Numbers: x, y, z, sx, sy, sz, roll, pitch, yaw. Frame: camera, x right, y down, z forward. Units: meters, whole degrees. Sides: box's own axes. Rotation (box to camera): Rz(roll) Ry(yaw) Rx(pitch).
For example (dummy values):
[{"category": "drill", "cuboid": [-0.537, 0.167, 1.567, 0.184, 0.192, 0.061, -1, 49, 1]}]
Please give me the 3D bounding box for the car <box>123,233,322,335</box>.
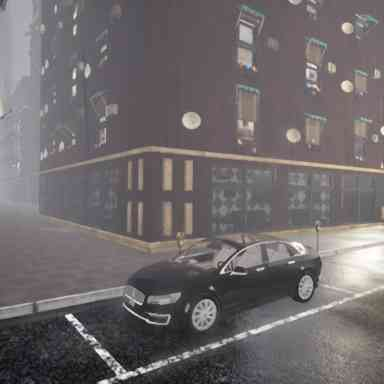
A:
[{"category": "car", "cuboid": [0.810, 1.551, 6.626, 4.403, 1.369, 2.008, 0, 1, -35]}]
